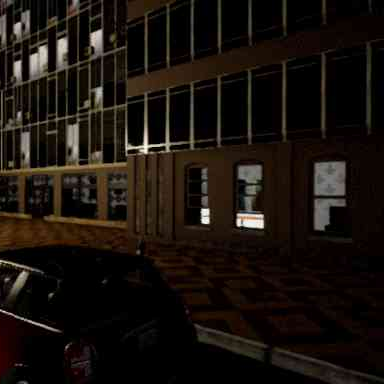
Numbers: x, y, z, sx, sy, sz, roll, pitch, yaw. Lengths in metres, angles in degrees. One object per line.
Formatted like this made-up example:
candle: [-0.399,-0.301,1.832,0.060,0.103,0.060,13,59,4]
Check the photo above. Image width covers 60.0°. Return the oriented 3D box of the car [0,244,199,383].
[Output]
car: [-1.999,1.415,4.303,4.097,1.590,1.967,0,0,36]
